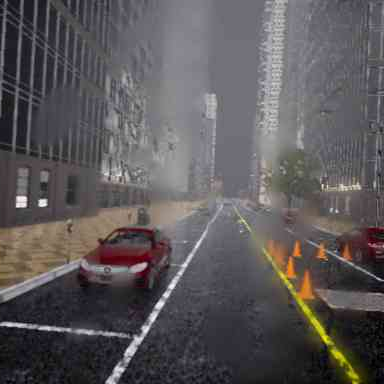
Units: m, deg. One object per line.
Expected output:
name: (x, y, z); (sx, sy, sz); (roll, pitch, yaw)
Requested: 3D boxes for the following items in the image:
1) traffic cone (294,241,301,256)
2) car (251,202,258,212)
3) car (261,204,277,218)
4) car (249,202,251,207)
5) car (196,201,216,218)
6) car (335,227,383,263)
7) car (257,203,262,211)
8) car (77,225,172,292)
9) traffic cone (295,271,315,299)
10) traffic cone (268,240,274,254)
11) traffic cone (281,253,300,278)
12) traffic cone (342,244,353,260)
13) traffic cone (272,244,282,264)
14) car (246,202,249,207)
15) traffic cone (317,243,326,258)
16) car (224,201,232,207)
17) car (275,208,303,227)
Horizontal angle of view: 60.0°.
traffic cone: (4.353, 2.346, 13.801); (0.340, 0.580, 0.340); (3, -1, 6)
car: (12.168, 2.746, 59.135); (1.967, 1.590, 4.097); (3, -1, 6)
car: (10.360, 2.584, 42.153); (2.008, 1.369, 4.403); (3, -1, 6)
car: (12.769, 2.836, 64.794); (1.967, 1.590, 4.097); (3, -1, 6)
car: (1.437, 2.069, 37.387); (2.008, 1.369, 4.403); (3, -1, 6)
car: (7.356, 2.129, 13.853); (1.802, 1.307, 4.206); (3, -1, 6)
car: (10.961, 2.677, 47.813); (2.008, 1.369, 4.403); (3, -1, 6)
car: (-1.567, 1.610, 9.087); (1.802, 1.307, 4.206); (3, -1, 6)
traffic cone: (2.728, 2.192, 7.942); (0.340, 0.580, 0.340); (3, -1, 6)
traffic cone: (3.360, 2.296, 13.907); (0.340, 0.580, 0.340); (3, -1, 6)
traffic cone: (2.938, 2.227, 9.930); (0.340, 0.580, 0.340); (3, -1, 6)
traffic cone: (6.322, 2.439, 13.581); (0.340, 0.580, 0.340); (1, -1, 1)
traffic cone: (3.150, 2.262, 11.918); (0.340, 0.580, 0.340); (3, -1, 6)
car: (15.168, 3.292, 87.433); (1.887, 1.381, 4.507); (3, -1, 6)
traffic cone: (5.346, 2.396, 13.694); (0.340, 0.580, 0.340); (3, -1, 6)
car: (8.624, 2.897, 79.661); (1.994, 1.385, 4.181); (3, -1, 6)
car: (9.157, 2.424, 30.833); (1.802, 1.307, 4.206); (3, -1, 6)
